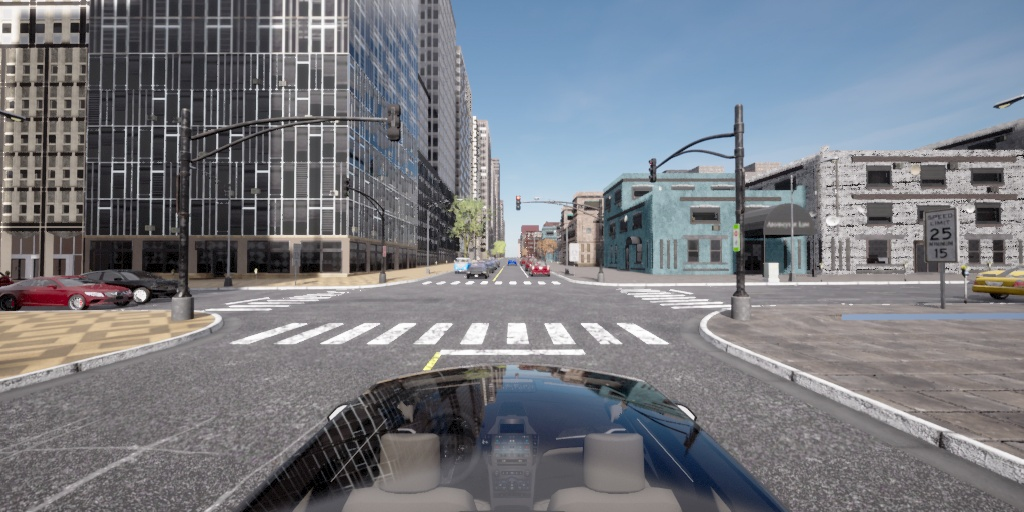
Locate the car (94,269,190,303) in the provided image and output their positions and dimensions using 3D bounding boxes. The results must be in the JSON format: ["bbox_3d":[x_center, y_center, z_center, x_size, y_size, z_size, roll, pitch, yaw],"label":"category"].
[{"bbox_3d":[-17.887,1.359,16.623,5.008,1.535,1.882,-1,-1,0],"label":"car"}]

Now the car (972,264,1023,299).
[{"bbox_3d":[20.694,0.995,13.631,4.829,1.417,1.751,0,0,1],"label":"car"}]

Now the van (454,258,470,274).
[{"bbox_3d":[-5.674,1.096,41.481,1.690,1.789,3.998,0,0,0],"label":"van"}]

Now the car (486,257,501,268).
[{"bbox_3d":[-3.076,1.303,52.181,2.033,1.411,5.357,0,0,0],"label":"car"}]

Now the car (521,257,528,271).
[{"bbox_3d":[2.709,1.070,47.191,2.192,1.841,5.009,0,0,0],"label":"car"}]

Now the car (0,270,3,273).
[{"bbox_3d":[-23.097,1.325,14.068,4.097,1.591,1.967,0,0,1],"label":"car"}]

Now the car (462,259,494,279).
[{"bbox_3d":[-3.072,1.302,33.034,2.033,1.411,5.357,0,0,-1],"label":"car"}]

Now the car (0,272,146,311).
[{"bbox_3d":[-17.414,1.412,14.011,4.207,1.307,1.802,0,0,1],"label":"car"}]

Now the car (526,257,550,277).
[{"bbox_3d":[2.704,1.194,35.843,1.967,1.591,4.097,0,0,0],"label":"car"}]

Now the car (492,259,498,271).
[{"bbox_3d":[-3.083,1.319,42.337,1.994,1.385,4.181,0,0,0],"label":"car"}]

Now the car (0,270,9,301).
[{"bbox_3d":[-27.385,1.464,16.717,4.902,1.511,2.128,-1,-1,1],"label":"car"}]
